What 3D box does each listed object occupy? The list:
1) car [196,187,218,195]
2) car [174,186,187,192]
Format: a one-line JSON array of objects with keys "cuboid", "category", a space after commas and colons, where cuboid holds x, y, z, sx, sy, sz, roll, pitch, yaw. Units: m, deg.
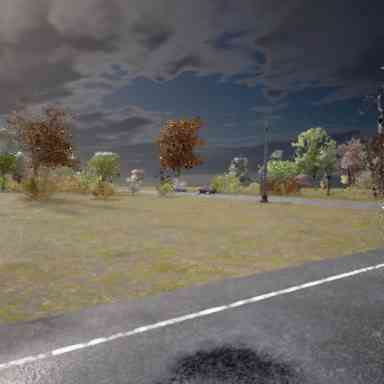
[{"cuboid": [2.806, -0.260, 62.681, 1.837, 1.490, 4.892, 0, 2, -36], "category": "car"}, {"cuboid": [-2.787, -0.623, 70.473, 1.994, 1.385, 4.181, 0, 2, -36], "category": "car"}]
